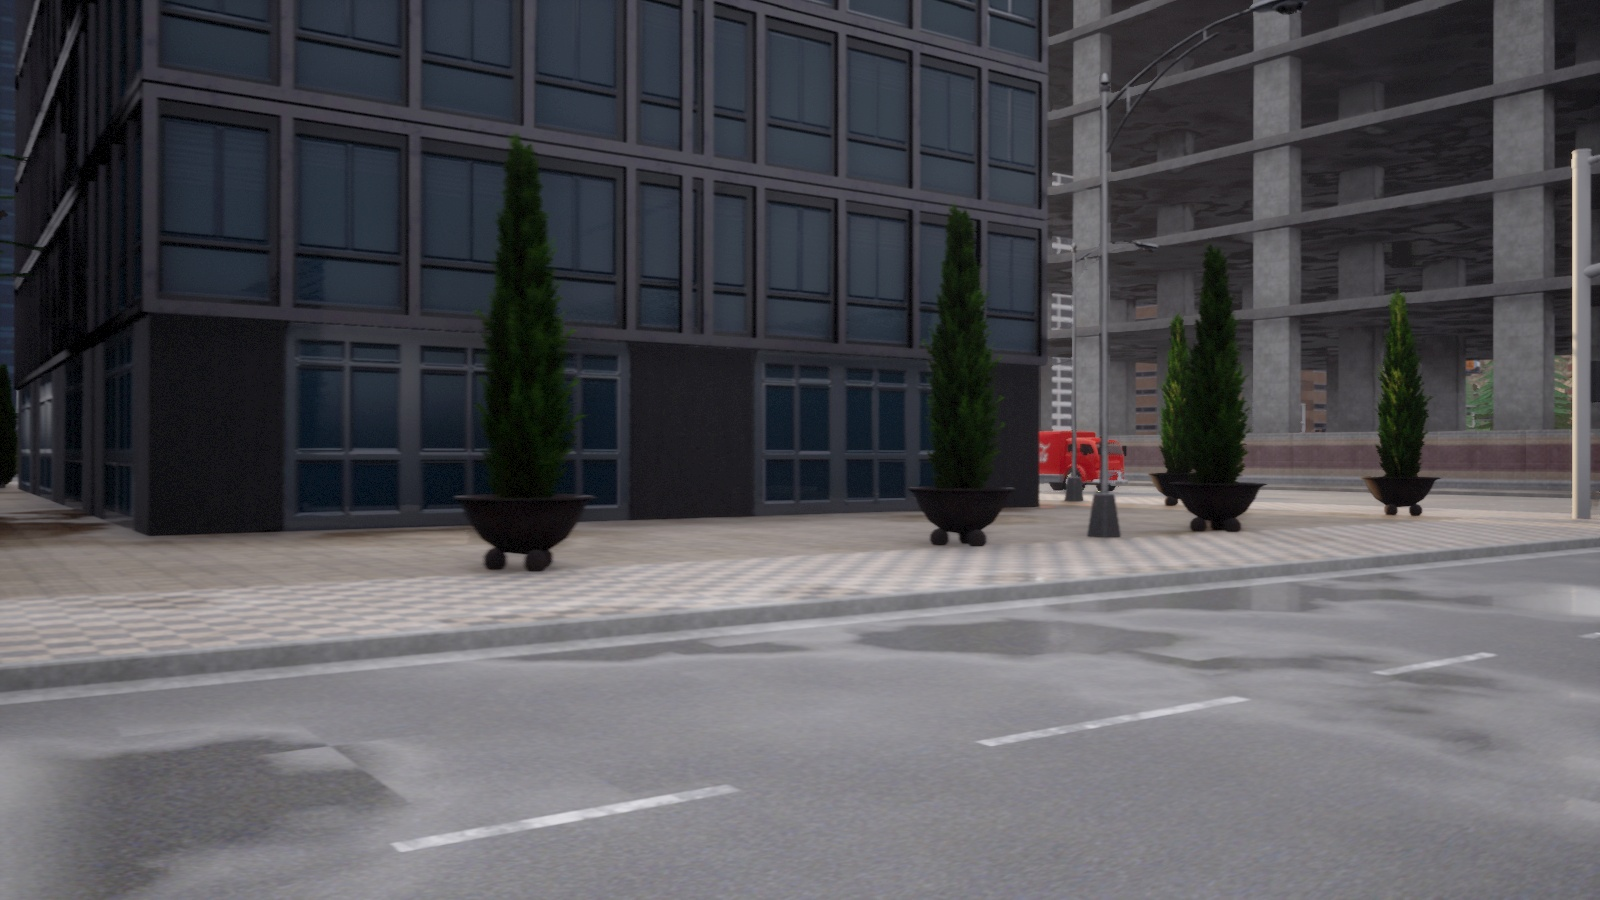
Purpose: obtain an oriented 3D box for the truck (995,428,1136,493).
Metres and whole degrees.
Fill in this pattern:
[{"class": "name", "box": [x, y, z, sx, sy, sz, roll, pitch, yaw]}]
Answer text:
[{"class": "truck", "box": [10.684, 0.416, 50.873, 2.627, 2.467, 5.204, 0, 0, -35]}]
